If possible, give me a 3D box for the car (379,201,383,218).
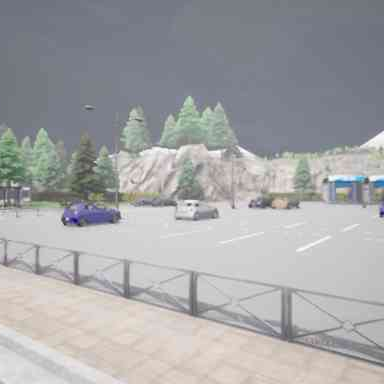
[{"bbox_3d":[16.546,1.333,27.445,1.845,1.501,3.633,0,0,35],"label":"car"}]

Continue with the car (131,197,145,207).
[{"bbox_3d":[-7.207,1.514,50.469,1.812,1.442,4.674,0,0,35],"label":"car"}]

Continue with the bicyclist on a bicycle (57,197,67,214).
[{"bbox_3d":[-11.952,1.295,30.719,1.656,1.620,0.582,0,0,35],"label":"bicyclist on a bicycle"}]

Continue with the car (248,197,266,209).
[{"bbox_3d":[8.785,1.341,42.357,2.007,1.523,4.514,0,0,35],"label":"car"}]

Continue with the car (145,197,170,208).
[{"bbox_3d":[-4.089,1.483,48.729,2.128,1.511,4.902,0,0,35],"label":"car"}]

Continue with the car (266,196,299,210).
[{"bbox_3d":[11.368,1.335,40.576,2.152,1.636,5.027,0,0,35],"label":"car"}]

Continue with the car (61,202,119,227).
[{"bbox_3d":[-6.341,1.376,21.168,1.845,1.501,3.633,0,0,35],"label":"car"}]

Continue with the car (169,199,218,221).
[{"bbox_3d":[0.398,1.389,25.473,1.970,1.475,3.806,0,0,35],"label":"car"}]
